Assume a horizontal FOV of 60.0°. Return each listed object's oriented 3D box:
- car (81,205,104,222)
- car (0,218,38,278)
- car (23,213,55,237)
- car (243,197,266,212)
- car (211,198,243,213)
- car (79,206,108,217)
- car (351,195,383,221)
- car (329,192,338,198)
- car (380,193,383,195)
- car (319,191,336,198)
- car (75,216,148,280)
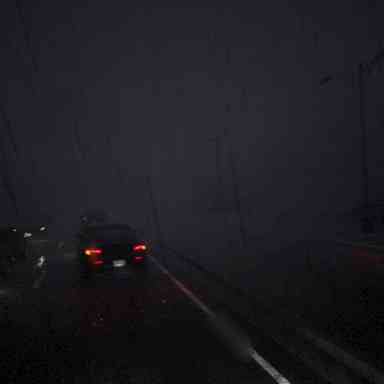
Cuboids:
[{"bbox_3d":[-10.308,2.200,34.369,2.033,1.411,5.357,-2,0,-17],"label":"car"},{"bbox_3d":[-6.843,1.891,11.260,2.033,1.411,5.357,-2,0,-17],"label":"car"},{"bbox_3d":[-10.007,2.088,21.408,2.033,1.411,5.357,-2,0,-17],"label":"car"},{"bbox_3d":[6.570,1.384,38.443,2.152,1.636,5.027,-2,0,-17],"label":"car"},{"bbox_3d":[3.585,1.497,37.484,2.007,1.523,4.514,-2,0,-17],"label":"car"},{"bbox_3d":[-7.105,1.931,24.198,1.882,1.535,5.008,-2,0,-18],"label":"car"},{"bbox_3d":[11.829,1.103,20.535,1.970,1.475,3.806,-2,0,-17],"label":"car"},{"bbox_3d":[33.380,0.867,81.491,4.611,1.667,2.242,-2,0,-17],"label":"car"},{"bbox_3d":[20.120,0.837,34.529,1.845,1.501,3.633,-2,0,-17],"label":"car"},{"bbox_3d":[35.885,0.658,88.167,3.866,1.878,1.905,-2,0,-17],"label":"car"},{"bbox_3d":[-2.673,1.709,10.673,1.812,1.442,4.674,-2,-1,-20],"label":"car"}]
